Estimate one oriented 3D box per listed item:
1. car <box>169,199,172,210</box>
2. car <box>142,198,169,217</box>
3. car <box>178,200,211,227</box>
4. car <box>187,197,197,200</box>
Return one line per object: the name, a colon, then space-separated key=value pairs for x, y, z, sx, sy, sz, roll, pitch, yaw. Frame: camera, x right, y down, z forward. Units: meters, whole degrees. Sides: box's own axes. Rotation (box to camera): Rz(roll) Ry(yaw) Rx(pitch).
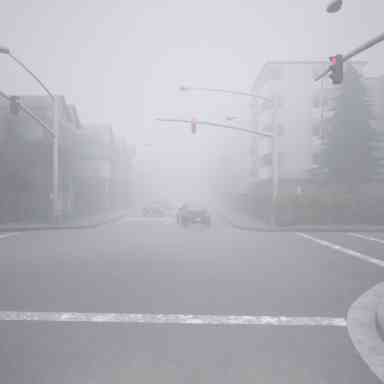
car: x=-3.573 y=1.505 z=41.822 sx=1.837 sy=1.490 sz=4.892 roll=0 pitch=0 yaw=1
car: x=-3.579 y=1.505 z=31.734 sx=1.837 sy=1.490 sz=4.892 roll=0 pitch=0 yaw=0
car: x=0.103 y=1.528 z=22.841 sx=1.812 sy=1.442 sz=4.674 roll=-1 pitch=0 yaw=-8
car: x=0.008 y=1.547 z=53.495 sx=2.033 sy=1.411 sz=5.357 roll=0 pitch=0 yaw=0
